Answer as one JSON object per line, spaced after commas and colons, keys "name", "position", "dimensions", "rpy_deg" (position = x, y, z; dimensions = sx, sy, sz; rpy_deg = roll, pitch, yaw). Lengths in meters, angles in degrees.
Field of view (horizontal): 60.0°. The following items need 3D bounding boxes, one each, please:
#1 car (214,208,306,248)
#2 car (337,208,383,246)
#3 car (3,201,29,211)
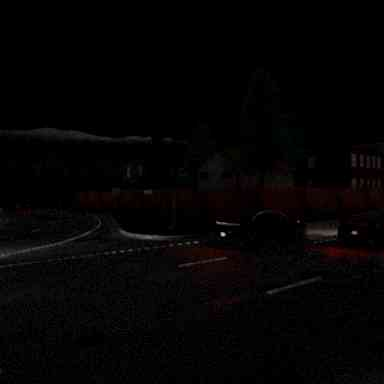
{"name": "car", "position": [3.187, 1.499, 15.069], "dimensions": [4.902, 1.511, 2.128], "rpy_deg": [0, 0, -38]}
{"name": "car", "position": [8.375, 1.440, 14.646], "dimensions": [5.008, 1.535, 1.882], "rpy_deg": [0, 0, -38]}
{"name": "car", "position": [-24.749, 1.914, 46.668], "dimensions": [4.718, 1.301, 1.895], "rpy_deg": [-1, 0, 41]}
